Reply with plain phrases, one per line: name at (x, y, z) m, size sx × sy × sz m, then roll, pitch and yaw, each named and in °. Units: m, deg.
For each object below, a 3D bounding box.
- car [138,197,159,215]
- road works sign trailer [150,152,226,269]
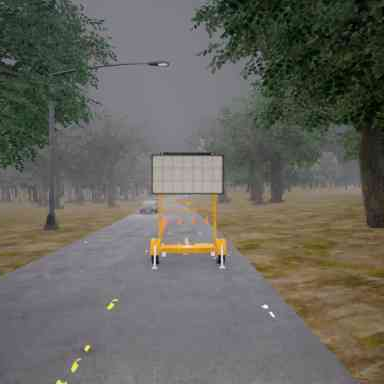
car at (-4.584, 1.600, 35.675) m, size 1.812 × 1.442 × 4.674 m, roll 0°, pitch 0°, yaw -4°
road works sign trailer at (-0.152, 0.477, 11.214) m, size 2.380 × 3.560 × 2.880 m, roll 0°, pitch 0°, yaw -2°
